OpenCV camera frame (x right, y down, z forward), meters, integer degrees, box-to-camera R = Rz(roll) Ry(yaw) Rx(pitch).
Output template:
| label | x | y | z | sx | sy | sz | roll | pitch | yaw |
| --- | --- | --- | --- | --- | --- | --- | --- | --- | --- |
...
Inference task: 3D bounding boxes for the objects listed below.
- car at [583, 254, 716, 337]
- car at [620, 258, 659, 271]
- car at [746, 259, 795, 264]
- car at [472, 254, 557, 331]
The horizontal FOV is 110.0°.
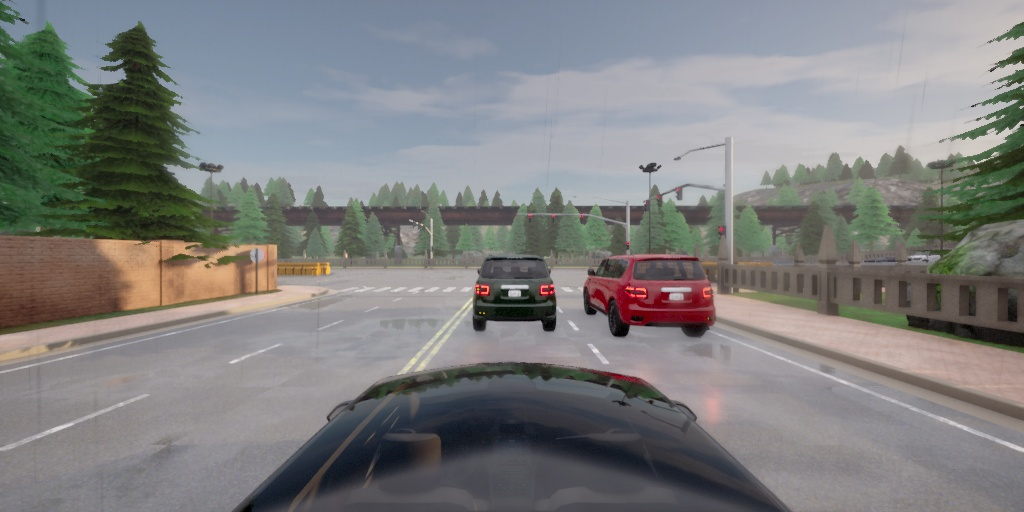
| label | x | y | z | sx | sy | sz | roll | pitch | yaw |
| --- | --- | --- | --- | --- | --- | --- | --- | --- | --- |
| car | 3.569 | 0.971 | 10.409 | 2.150 | 2.045 | 5.566 | 0 | 0 | 0 |
| car | 17.403 | 1.098 | 49.161 | 4.553 | 1.767 | 2.097 | 0 | 0 | 0 |
| car | 30.933 | 1.294 | 42.101 | 5.357 | 1.411 | 2.033 | 0 | 0 | 0 |
| car | 0.069 | 0.971 | 11.086 | 2.150 | 2.045 | 5.566 | 0 | 0 | 0 |
